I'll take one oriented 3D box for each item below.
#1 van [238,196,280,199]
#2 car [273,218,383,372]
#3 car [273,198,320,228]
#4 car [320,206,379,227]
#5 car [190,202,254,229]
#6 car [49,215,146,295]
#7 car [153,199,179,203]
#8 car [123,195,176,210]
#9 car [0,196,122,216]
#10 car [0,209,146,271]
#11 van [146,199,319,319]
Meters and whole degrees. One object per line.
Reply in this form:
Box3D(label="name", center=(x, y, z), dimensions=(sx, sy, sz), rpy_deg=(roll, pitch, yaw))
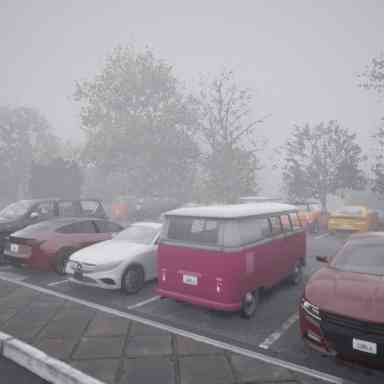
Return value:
Box3D(label="van", center=(4.510, 1.271, 21.277), dimensions=(1.878, 1.987, 4.442), rpy_deg=(0, 0, 36))
Box3D(label="car", center=(3.423, 1.486, 5.823), dimensions=(2.097, 1.535, 5.008), rpy_deg=(0, 0, 36))
Box3D(label="car", center=(6.674, 1.367, 19.542), dimensions=(2.185, 1.767, 4.553), rpy_deg=(0, 0, 36))
Box3D(label="car", center=(8.839, 1.489, 18.021), dimensions=(2.097, 1.535, 5.008), rpy_deg=(0, 0, 36))
Box3D(label="car", center=(2.187, 1.501, 22.792), dimensions=(2.231, 1.521, 4.892), rpy_deg=(0, 0, 36))
Box3D(label="car", center=(-1.091, 1.533, 9.057), dimensions=(2.002, 1.452, 4.674), rpy_deg=(0, 0, 36))
Box3D(label="car", center=(-0.166, 1.503, 24.259), dimensions=(1.946, 1.575, 5.366), rpy_deg=(0, 0, 36))
Box3D(label="car", center=(-2.292, 1.264, 26.047), dimensions=(2.435, 2.045, 5.566), rpy_deg=(-1, 0, 36))
Box3D(label="car", center=(-5.620, 1.249, 12.268), dimensions=(2.435, 2.045, 5.566), rpy_deg=(0, 0, 36))
Box3D(label="car", center=(-3.330, 1.527, 10.696), dimensions=(2.163, 1.488, 4.792), rpy_deg=(0, 0, 36))
Box3D(label="van", center=(1.231, 1.264, 7.532), dimensions=(1.878, 1.987, 4.442), rpy_deg=(0, 0, 36))
